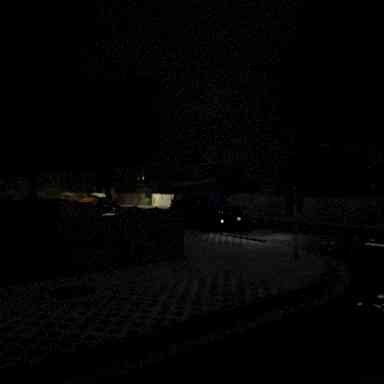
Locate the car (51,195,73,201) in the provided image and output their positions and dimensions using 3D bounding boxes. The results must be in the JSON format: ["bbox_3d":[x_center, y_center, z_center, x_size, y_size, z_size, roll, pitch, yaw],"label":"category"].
[{"bbox_3d":[-18.775,1.289,46.762,1.895,1.301,4.718,-1,1,-36],"label":"car"}]

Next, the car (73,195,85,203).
[{"bbox_3d":[-14.038,1.080,44.957,1.882,1.535,5.008,-1,1,-35],"label":"car"}]

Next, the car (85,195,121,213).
[{"bbox_3d":[-8.449,1.227,32.191,1.812,1.442,4.674,-1,1,-36],"label":"car"}]

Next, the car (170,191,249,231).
[{"bbox_3d":[0.797,1.001,19.279,2.150,2.045,5.566,-1,1,-36],"label":"car"}]

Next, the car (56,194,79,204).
[{"bbox_3d":[-19.957,1.108,53.128,2.033,1.411,5.357,-1,1,-36],"label":"car"}]
